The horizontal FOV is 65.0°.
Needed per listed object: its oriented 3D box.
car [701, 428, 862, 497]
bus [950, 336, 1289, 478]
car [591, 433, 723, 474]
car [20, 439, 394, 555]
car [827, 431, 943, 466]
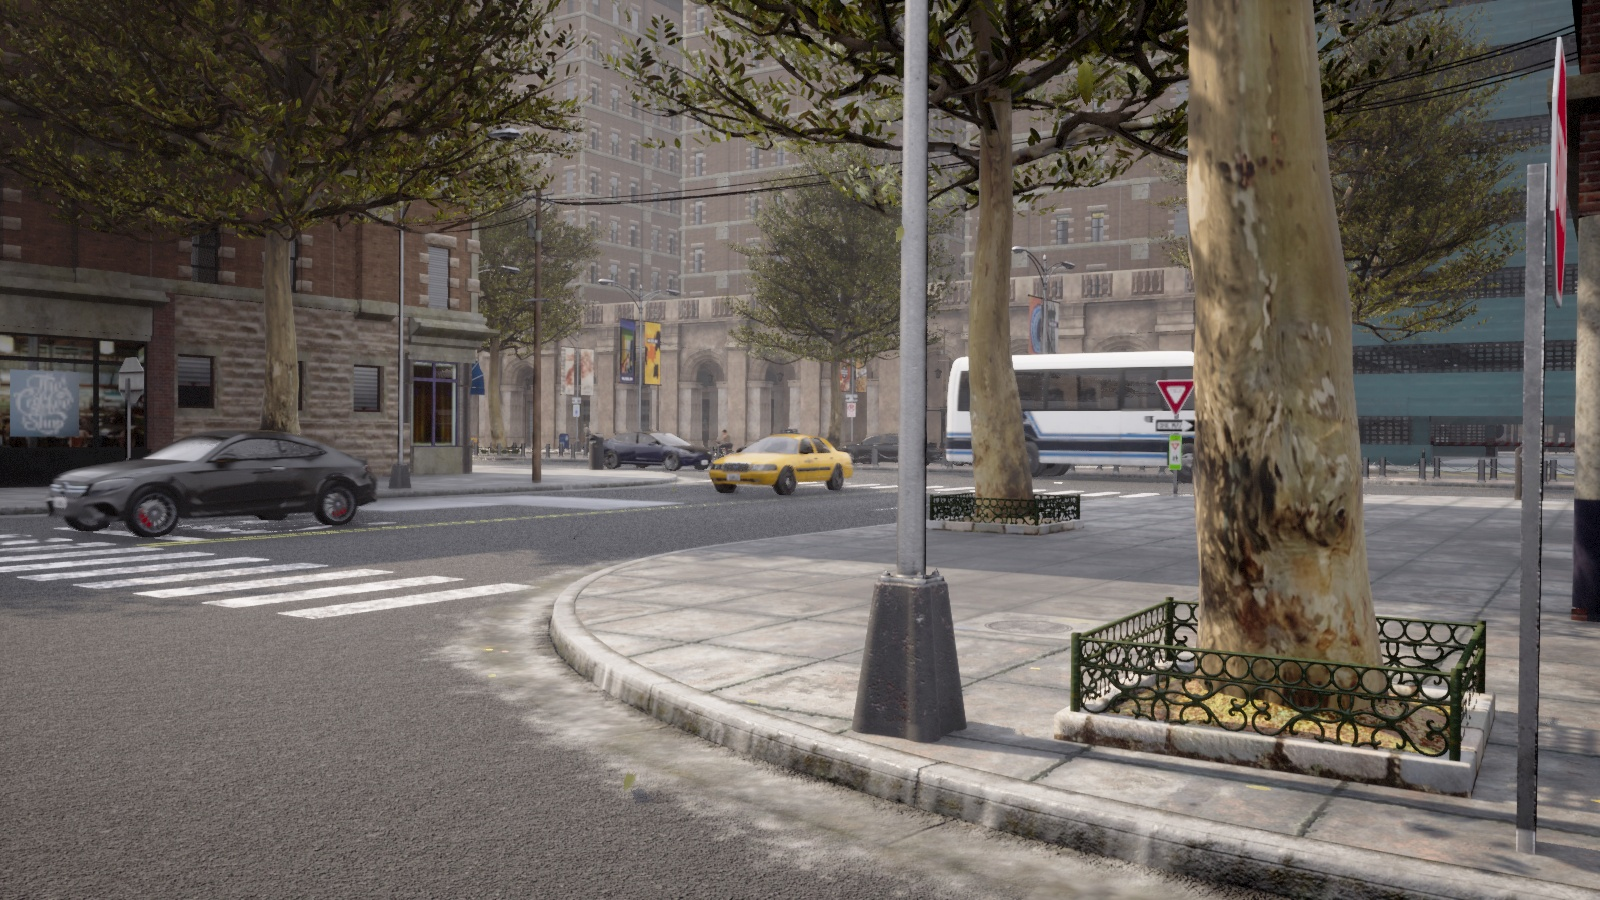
[{"bbox_3d":[-0.336,0.247,31.227,1.801,1.575,5.366,0,1,25],"label":"car"},{"bbox_3d":[10.552,-1.315,42.076,10.273,4.253,3.944,0,1,33],"label":"bus"},{"bbox_3d":[-5.534,0.119,48.477,4.792,1.488,2.163,0,1,34],"label":"car"},{"bbox_3d":[-8.478,0.582,18.415,1.812,1.442,4.674,0,1,34],"label":"car"},{"bbox_3d":[3.783,-0.064,56.124,4.892,1.490,1.837,0,1,33],"label":"car"}]
